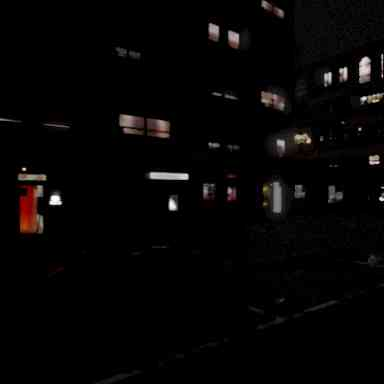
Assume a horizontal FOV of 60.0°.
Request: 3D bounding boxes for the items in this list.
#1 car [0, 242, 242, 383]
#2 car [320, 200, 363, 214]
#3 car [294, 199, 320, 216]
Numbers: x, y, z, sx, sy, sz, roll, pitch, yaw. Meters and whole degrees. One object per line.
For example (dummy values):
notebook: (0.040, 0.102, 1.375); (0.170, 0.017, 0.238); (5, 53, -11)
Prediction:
car: (-1.102, 1.551, 5.261); (4.313, 1.339, 1.947); (-1, 1, -35)
car: (15.501, 1.485, 34.821); (2.008, 1.369, 4.403); (0, 0, -36)
car: (8.899, 1.342, 30.060); (1.967, 1.590, 4.097); (0, 0, -36)
